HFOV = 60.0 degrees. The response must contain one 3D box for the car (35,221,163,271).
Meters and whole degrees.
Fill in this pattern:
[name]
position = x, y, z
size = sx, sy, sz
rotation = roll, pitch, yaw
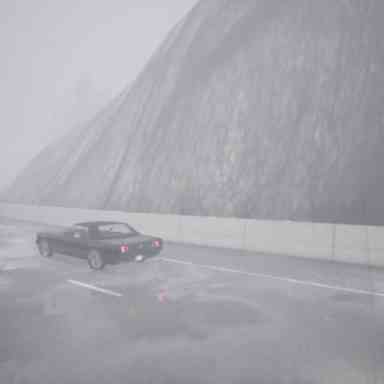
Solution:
[car]
position = -3.258, 1.618, 11.035
size = 4.718, 1.301, 1.895
rotation = 0, 0, 39
